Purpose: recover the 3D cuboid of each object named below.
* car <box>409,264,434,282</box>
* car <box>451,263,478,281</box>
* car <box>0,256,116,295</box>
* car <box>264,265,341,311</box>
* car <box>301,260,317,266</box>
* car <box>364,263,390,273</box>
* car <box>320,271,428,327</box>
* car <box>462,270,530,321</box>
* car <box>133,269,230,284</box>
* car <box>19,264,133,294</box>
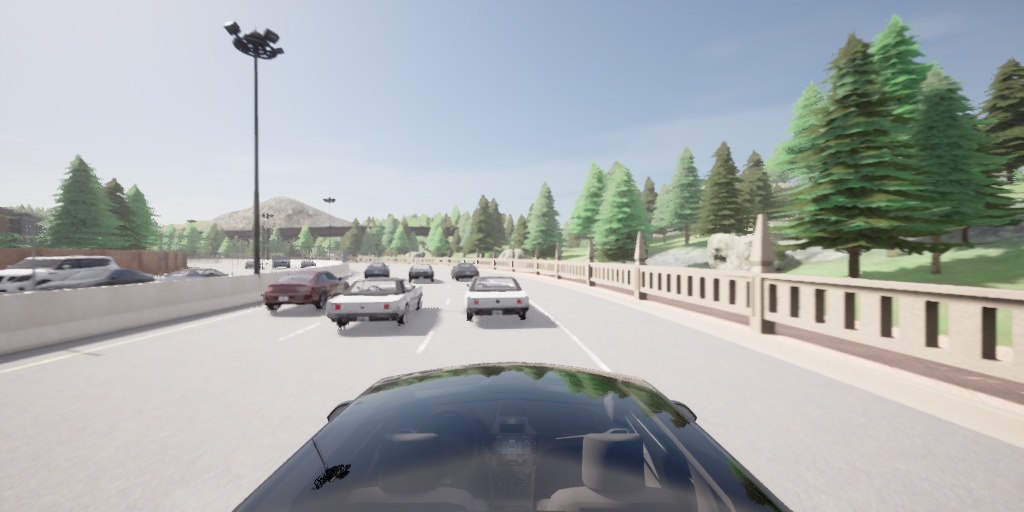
[{"bbox_3d":[-7.186,1.301,28.335,1.895,1.301,4.718,0,0,-15],"label":"car"},{"bbox_3d":[-3.885,1.249,29.347,1.994,1.385,4.181,0,0,-15],"label":"car"},{"bbox_3d":[-22.889,1.006,18.026,2.150,2.045,5.566,0,0,-12],"label":"car"},{"bbox_3d":[-7.971,1.268,14.336,1.812,1.442,4.674,0,0,-7],"label":"car"},{"bbox_3d":[-31.721,1.271,55.987,1.994,1.385,4.181,0,0,-34],"label":"car"},{"bbox_3d":[-11.809,1.271,31.517,1.994,1.385,4.181,0,0,-17],"label":"car"},{"bbox_3d":[-4.070,1.338,11.488,1.895,1.301,4.718,0,0,-6],"label":"car"},{"bbox_3d":[-0.646,1.323,12.395,1.895,1.301,4.718,0,0,-6],"label":"car"},{"bbox_3d":[-15.792,1.324,17.837,1.994,1.385,4.181,0,0,-11],"label":"car"},{"bbox_3d":[-19.121,1.301,16.774,1.812,1.442,4.674,0,0,-11],"label":"car"}]
